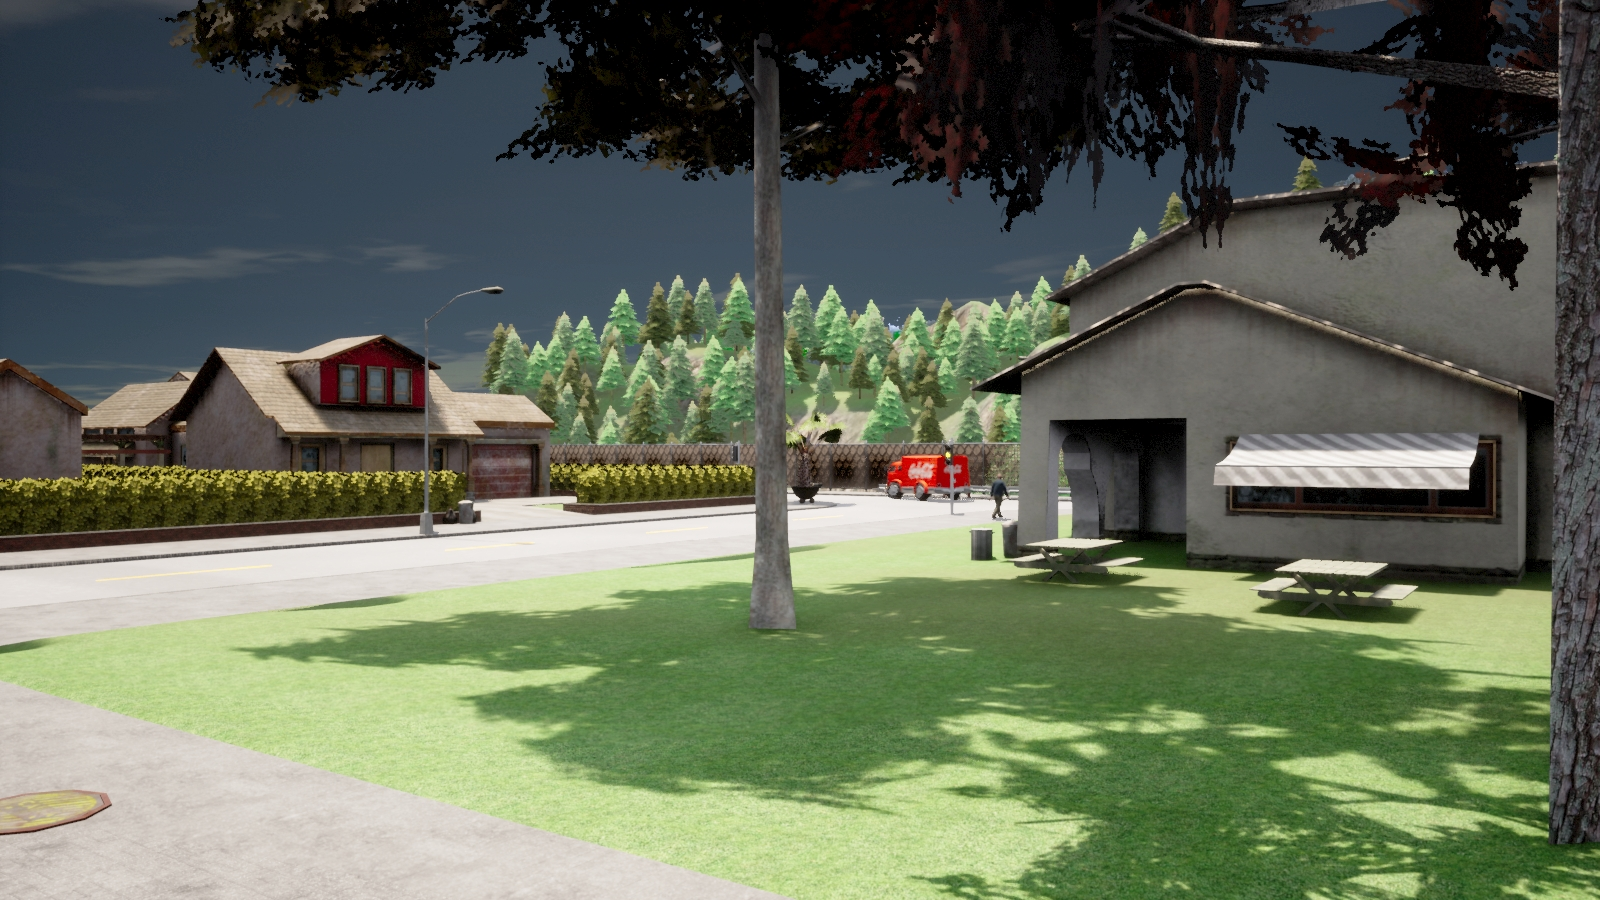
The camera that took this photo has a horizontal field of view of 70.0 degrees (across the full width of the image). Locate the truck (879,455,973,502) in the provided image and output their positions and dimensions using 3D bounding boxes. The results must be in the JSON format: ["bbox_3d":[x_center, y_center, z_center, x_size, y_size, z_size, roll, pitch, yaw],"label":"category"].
[{"bbox_3d":[6.990,1.557,63.945,2.627,2.467,5.204,0,-1,-30],"label":"truck"}]

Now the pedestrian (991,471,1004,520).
[{"bbox_3d":[7.629,1.737,44.038,0.375,1.860,0.375,0,0,35],"label":"pedestrian"}]
